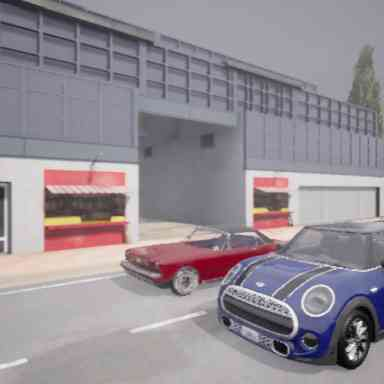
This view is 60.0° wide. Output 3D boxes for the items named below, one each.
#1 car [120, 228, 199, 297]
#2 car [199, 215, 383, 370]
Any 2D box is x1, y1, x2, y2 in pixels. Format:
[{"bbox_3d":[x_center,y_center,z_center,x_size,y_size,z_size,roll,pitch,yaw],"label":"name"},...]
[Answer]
[{"bbox_3d":[0.615,1.586,8.676,4.718,1.301,1.895,0,0,-35],"label":"car"},{"bbox_3d":[2.629,1.341,5.814,4.553,1.767,2.097,0,0,-35],"label":"car"}]
